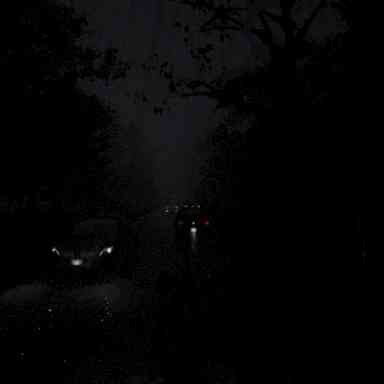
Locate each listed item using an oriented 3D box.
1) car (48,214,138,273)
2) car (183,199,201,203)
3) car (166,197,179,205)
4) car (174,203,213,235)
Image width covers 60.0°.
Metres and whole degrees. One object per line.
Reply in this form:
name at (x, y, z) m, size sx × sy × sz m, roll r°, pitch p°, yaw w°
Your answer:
car at (-2.852, 1.460, 10.549) m, size 1.812 × 1.442 × 4.674 m, roll 0°, pitch 0°, yaw 0°
car at (0.006, 1.396, 33.838) m, size 1.895 × 1.301 × 4.718 m, roll 0°, pitch 0°, yaw 0°
car at (-3.043, 1.402, 52.720) m, size 1.895 × 1.301 × 4.718 m, roll 0°, pitch 0°, yaw 0°
car at (0.070, 1.489, 18.008) m, size 1.895 × 1.301 × 4.718 m, roll 0°, pitch 0°, yaw 0°
